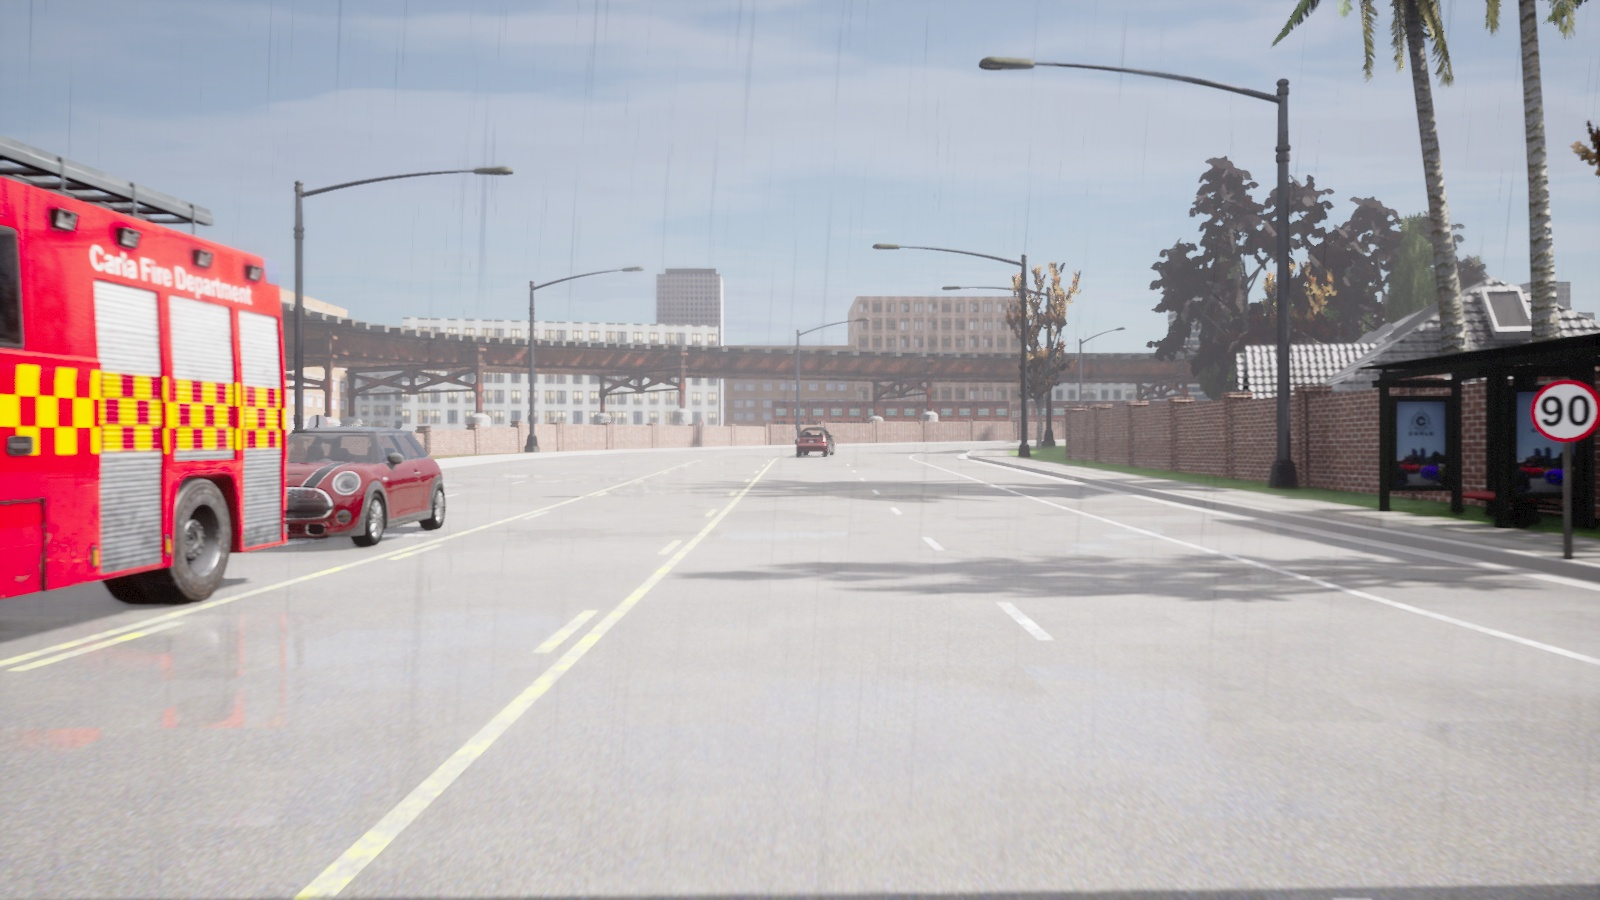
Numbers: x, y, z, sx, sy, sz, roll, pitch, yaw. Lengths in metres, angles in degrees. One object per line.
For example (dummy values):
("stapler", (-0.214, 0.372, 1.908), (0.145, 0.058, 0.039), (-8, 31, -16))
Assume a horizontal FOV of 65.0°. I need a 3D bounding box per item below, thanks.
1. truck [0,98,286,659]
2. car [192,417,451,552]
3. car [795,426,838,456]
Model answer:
("truck", (-6.904, -0.491, 8.808), (2.891, 3.827, 8.468), (0, 1, 2))
("car", (-6.881, 0.423, 18.669), (2.097, 1.767, 4.553), (0, 1, 0))
("car", (0.945, -0.513, 69.854), (1.851, 1.617, 3.988), (0, 1, 9))
